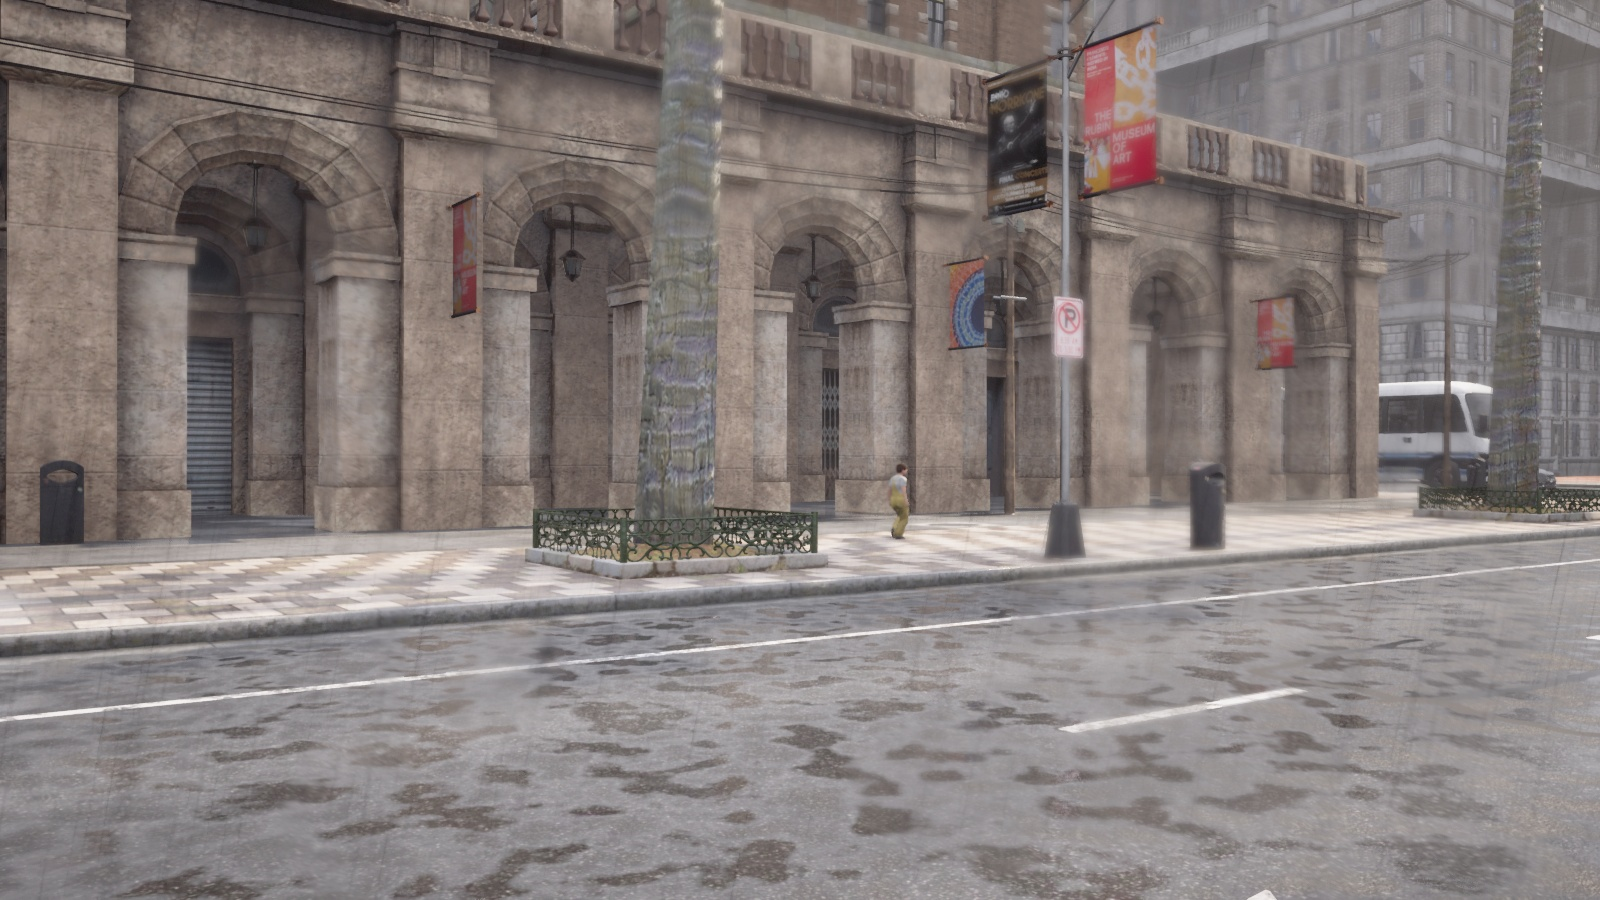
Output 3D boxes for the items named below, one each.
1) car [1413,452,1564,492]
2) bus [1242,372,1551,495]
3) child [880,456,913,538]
[{"bbox_3d":[26.913,0.813,49.256,1.837,1.490,4.892,0,0,-34],"label":"car"},{"bbox_3d":[22.863,-0.560,48.917,3.944,4.253,10.273,0,0,-35],"label":"bus"},{"bbox_3d":[1.509,0.726,19.602,0.437,1.263,0.270,0,0,-35],"label":"child"}]
